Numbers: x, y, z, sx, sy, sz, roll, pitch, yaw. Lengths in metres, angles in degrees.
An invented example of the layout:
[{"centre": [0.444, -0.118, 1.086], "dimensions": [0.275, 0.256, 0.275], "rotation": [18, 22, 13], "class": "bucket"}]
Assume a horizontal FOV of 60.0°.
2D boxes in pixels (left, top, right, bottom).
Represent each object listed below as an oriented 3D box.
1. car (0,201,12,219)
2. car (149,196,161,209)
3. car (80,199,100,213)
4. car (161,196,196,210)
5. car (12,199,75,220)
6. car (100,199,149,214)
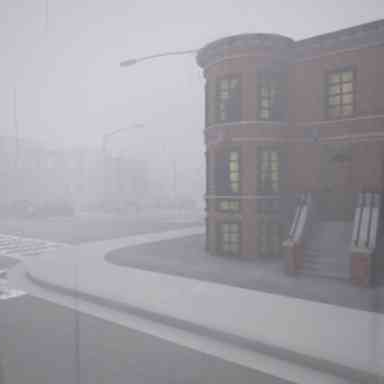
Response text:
[{"centre": [-15.907, 1.541, 30.214], "dimensions": [2.128, 1.511, 4.902], "rotation": [0, 0, 36], "class": "car"}, {"centre": [-4.675, 1.400, 45.933], "dimensions": [2.097, 1.767, 4.553], "rotation": [0, 0, 36], "class": "car"}, {"centre": [-10.359, 1.526, 37.991], "dimensions": [1.882, 1.535, 5.008], "rotation": [0, 0, 35], "class": "car"}, {"centre": [-1.489, 1.394, 44.368], "dimensions": [2.097, 1.767, 4.553], "rotation": [0, 0, 36], "class": "car"}, {"centre": [-12.576, 1.395, 28.856], "dimensions": [2.097, 1.767, 4.553], "rotation": [0, 0, 35], "class": "car"}, {"centre": [-7.294, 1.643, 36.262], "dimensions": [1.895, 1.301, 4.718], "rotation": [0, 0, 36], "class": "car"}]
